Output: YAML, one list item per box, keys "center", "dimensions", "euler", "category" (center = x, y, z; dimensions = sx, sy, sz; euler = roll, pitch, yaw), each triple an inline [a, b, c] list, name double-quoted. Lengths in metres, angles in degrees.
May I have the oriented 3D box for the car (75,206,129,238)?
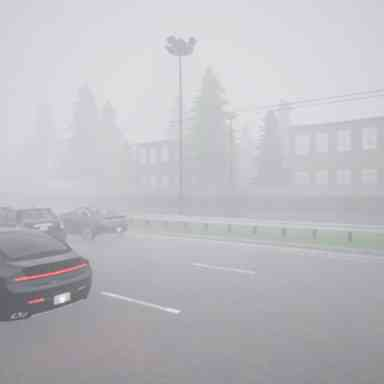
- center: [-5.230, 1.455, 16.120]
  dimensions: [4.902, 1.511, 2.128]
  euler: [0, 0, 35]
  category: "car"

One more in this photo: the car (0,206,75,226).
- center: [-7.036, 1.333, 13.112]
  dimensions: [4.553, 1.767, 2.097]
  euler: [0, 0, 35]
  category: "car"

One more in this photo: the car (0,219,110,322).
- center: [-4.114, 1.496, 6.829]
  dimensions: [4.892, 1.490, 1.837]
  euler: [0, 0, 35]
  category: "car"
